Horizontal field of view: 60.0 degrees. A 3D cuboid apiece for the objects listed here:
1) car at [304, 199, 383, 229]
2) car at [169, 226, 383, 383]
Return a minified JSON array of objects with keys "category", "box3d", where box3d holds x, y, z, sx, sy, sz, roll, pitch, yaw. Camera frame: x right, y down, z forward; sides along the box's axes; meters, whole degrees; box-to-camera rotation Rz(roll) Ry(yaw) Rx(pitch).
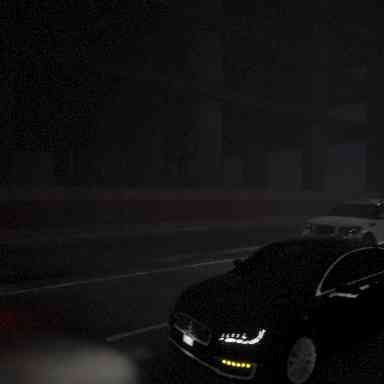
[{"category":"car","box3d":[6.766,1.316,13.118,5.566,2.045,2.150,1,0,-35]},{"category":"car","box3d":[1.935,1.539,5.372,4.892,1.490,1.837,1,0,-35]}]
